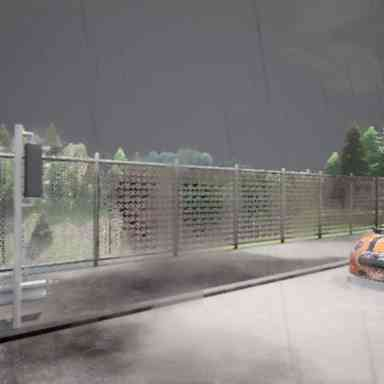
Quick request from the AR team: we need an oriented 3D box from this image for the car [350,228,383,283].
[{"bbox_3d":[6.331,1.431,9.109,4.553,1.767,2.097,1,0,-35],"label":"car"}]
